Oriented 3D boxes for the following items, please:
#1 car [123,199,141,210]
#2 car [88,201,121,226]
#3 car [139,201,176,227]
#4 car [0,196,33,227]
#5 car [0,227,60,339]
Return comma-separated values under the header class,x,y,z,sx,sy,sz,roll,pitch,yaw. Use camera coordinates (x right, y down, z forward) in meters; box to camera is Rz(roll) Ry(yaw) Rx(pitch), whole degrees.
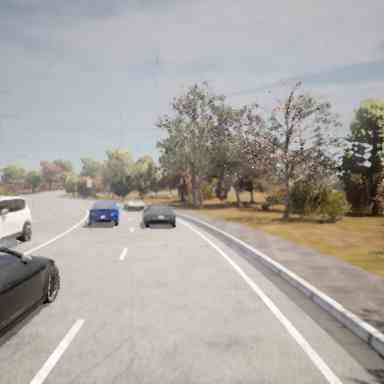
class,x,y,z,sx,sy,sz,roll,pitch,yaw
car,-6.987,1.441,39.579,1.895,1.301,4.718,0,0,-19
car,-5.986,1.388,22.985,1.882,1.535,5.008,0,0,-11
car,-2.239,1.471,21.976,1.994,1.385,4.181,0,0,-11
car,-8.039,1.184,12.857,2.150,2.045,5.566,0,0,-7
car,-3.710,1.550,5.375,1.994,1.385,4.181,0,0,-3
